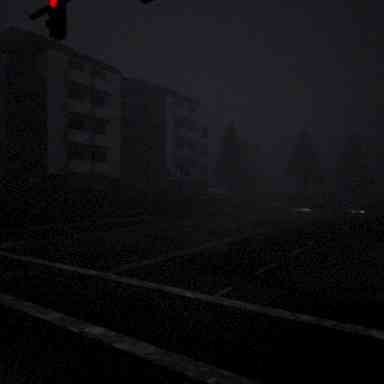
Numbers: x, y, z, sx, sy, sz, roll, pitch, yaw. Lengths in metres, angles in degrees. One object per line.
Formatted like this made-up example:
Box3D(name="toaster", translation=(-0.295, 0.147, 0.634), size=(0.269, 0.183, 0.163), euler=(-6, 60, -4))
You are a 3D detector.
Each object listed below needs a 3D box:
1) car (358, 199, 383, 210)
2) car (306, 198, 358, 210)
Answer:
Box3D(name="car", translation=(22.488, 1.539, 41.661), size=(5.357, 1.411, 2.033), euler=(0, 0, -25))
Box3D(name="car", translation=(17.074, 1.502, 41.153), size=(5.357, 1.411, 2.033), euler=(2, 3, -4))
